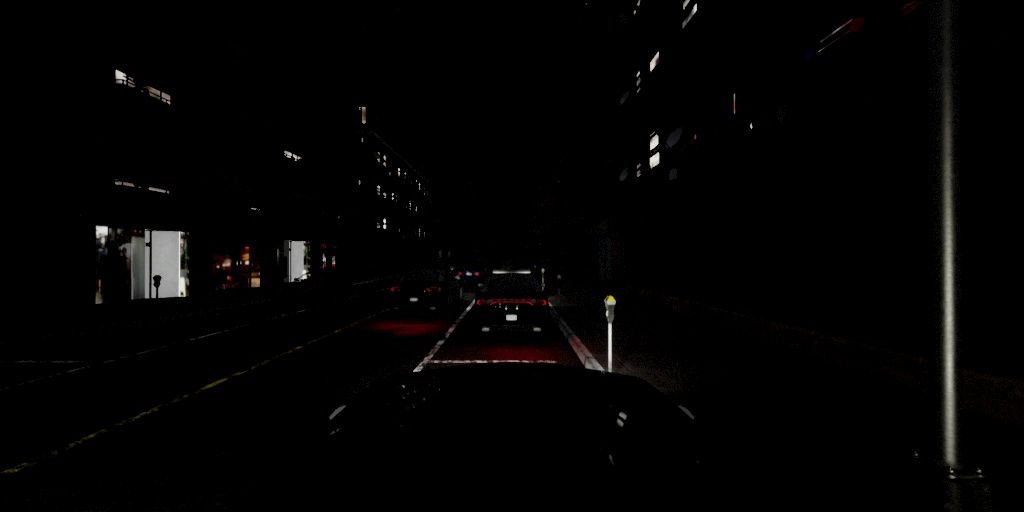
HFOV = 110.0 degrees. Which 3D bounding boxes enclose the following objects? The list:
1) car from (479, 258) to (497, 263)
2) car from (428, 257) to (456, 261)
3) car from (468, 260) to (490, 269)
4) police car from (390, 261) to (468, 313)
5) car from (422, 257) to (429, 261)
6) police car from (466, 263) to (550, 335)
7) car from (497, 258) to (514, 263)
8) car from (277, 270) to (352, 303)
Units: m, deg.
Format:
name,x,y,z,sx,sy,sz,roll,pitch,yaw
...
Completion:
name,x,y,z,sx,sy,sz,roll,pitch,yaw
car,-3.050,1.225,49.385,1.882,1.535,5.008,0,0,0
car,-6.238,1.102,34.361,2.097,1.767,4.553,0,0,0
car,-3.062,1.298,27.621,2.033,1.411,5.357,0,0,0
police car,-3.146,1.175,14.054,1.930,1.638,5.238,0,0,0
car,-8.837,1.064,39.007,2.192,1.841,5.009,0,0,0
police car,-0.011,1.175,10.609,1.930,1.638,5.238,0,0,0
car,-0.456,1.275,39.173,1.751,1.417,4.829,0,0,0
car,-8.837,1.333,16.462,1.802,1.307,4.207,0,0,0
